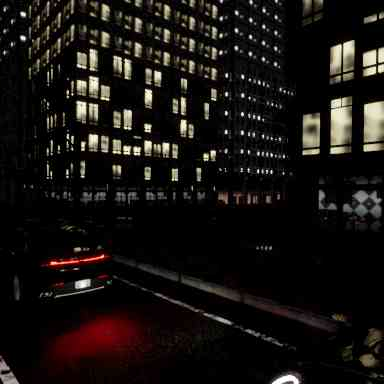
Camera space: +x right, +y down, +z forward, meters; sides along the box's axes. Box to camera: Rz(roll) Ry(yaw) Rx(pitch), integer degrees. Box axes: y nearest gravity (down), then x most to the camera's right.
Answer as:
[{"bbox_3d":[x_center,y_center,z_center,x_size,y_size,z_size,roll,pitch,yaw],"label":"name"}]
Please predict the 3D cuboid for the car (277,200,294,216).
[{"bbox_3d":[10.414,1.936,37.448,4.206,1.307,1.802,1,0,-40],"label":"car"}]

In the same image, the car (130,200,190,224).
[{"bbox_3d":[-2.525,1.524,26.547,5.009,1.841,2.192,1,0,-40],"label":"car"}]

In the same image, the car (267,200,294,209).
[{"bbox_3d":[13.635,1.882,51.116,4.313,1.339,1.947,1,0,-40],"label":"car"}]

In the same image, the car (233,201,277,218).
[{"bbox_3d":[6.230,1.833,33.923,4.829,1.417,1.752,1,0,-40],"label":"car"}]

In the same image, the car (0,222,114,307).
[{"bbox_3d":[-3.668,1.501,8.154,1.837,1.490,4.892,0,0,-41],"label":"car"}]

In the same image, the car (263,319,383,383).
[{"bbox_3d":[2.399,1.352,1.348,2.097,1.767,4.553,0,0,-41],"label":"car"}]

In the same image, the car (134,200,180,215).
[{"bbox_3d":[-3.744,1.648,36.479,4.829,1.417,1.752,1,0,-40],"label":"car"}]
